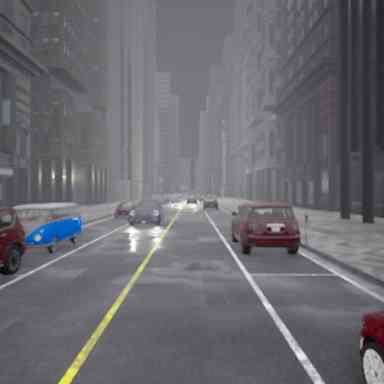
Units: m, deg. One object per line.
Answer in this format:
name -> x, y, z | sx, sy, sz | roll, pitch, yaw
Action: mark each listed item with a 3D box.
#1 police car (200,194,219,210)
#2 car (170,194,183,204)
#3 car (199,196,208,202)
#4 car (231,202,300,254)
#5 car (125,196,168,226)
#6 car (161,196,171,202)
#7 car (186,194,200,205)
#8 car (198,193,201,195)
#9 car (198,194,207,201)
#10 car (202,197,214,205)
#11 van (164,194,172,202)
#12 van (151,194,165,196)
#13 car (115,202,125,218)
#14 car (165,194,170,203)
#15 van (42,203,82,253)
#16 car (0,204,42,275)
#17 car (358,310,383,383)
police car -> 2.365, 1.450, 42.941 | 1.930, 1.638, 5.238 | 0, 0, 0
car -> -3.016, 1.645, 64.676 | 1.895, 1.301, 4.718 | 0, 0, 0
car -> 2.758, 1.628, 80.970 | 1.947, 1.339, 4.313 | 0, 0, 0
car -> 2.759, 1.319, 13.335 | 2.192, 1.841, 5.009 | 0, 0, 0
car -> -3.099, 1.361, 23.550 | 2.097, 1.767, 4.553 | 0, 0, 0
car -> -5.767, 1.601, 75.324 | 1.887, 1.381, 4.507 | 0, 0, 0
car -> -0.001, 1.519, 60.100 | 1.882, 1.535, 5.008 | 0, 0, 0
car -> 2.757, 1.497, 75.333 | 1.967, 1.590, 4.097 | 0, 0, 0
car -> 2.757, 1.383, 86.607 | 2.192, 1.841, 5.009 | 0, 0, 0
car -> 2.758, 1.565, 58.595 | 1.752, 1.417, 4.829 | 0, 0, 0
van -> -5.768, 1.403, 80.961 | 1.690, 1.788, 3.998 | 0, 0, 0
van -> -5.767, 1.375, 52.777 | 1.690, 1.788, 3.998 | 0, 0, 0
car -> -5.766, 1.558, 30.230 | 1.887, 1.381, 4.507 | 0, 0, 0
car -> -5.767, 1.611, 64.050 | 1.947, 1.339, 4.313 | 0, 0, 0
van -> -5.765, 1.345, 13.319 | 1.690, 1.788, 3.998 | 0, 0, 0
car -> -5.765, 1.317, 7.683 | 2.192, 1.841, 5.009 | 0, 0, 0
car -> 2.760, 1.545, 2.062 | 1.887, 1.381, 4.507 | 0, 0, 0
